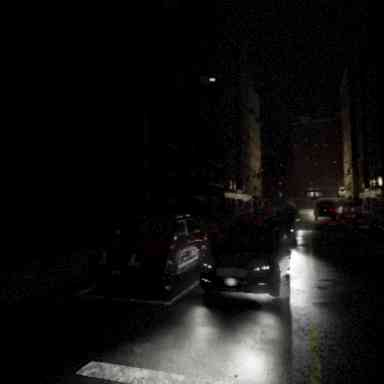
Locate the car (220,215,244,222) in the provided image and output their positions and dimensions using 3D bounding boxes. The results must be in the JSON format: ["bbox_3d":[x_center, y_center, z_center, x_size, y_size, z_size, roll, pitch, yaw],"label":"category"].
[{"bbox_3d":[0.878,2.002,15.348,1.887,1.381,4.507,-1,-2,19],"label":"car"}]

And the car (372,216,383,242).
[{"bbox_3d":[10.737,1.889,17.671,1.802,1.307,4.206,-1,-2,19],"label":"car"}]

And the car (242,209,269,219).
[{"bbox_3d":[4.532,2.264,25.681,1.887,1.381,4.507,-1,-2,19],"label":"car"}]

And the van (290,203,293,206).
[{"bbox_3d":[17.322,3.044,61.853,1.690,1.788,3.998,-1,-2,19],"label":"van"}]

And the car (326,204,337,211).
[{"bbox_3d":[29.070,3.255,69.503,1.752,1.417,4.829,-1,-2,19],"label":"car"}]

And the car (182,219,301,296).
[{"bbox_3d":[1.732,1.736,9.497,2.128,1.511,4.902,-2,-2,21],"label":"car"}]

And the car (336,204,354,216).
[{"bbox_3d":[21.699,2.559,47.283,1.882,1.535,5.008,-2,-2,19],"label":"car"}]

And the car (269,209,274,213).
[{"bbox_3d":[6.359,2.295,30.851,1.967,1.590,4.097,-1,-2,19],"label":"car"}]

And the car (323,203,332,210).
[{"bbox_3d":[34.497,3.627,84.846,1.967,1.590,4.097,-1,-2,19],"label":"car"}]

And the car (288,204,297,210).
[{"bbox_3d":[26.464,4.011,87.678,1.887,1.381,4.507,-1,-2,19],"label":"car"}]

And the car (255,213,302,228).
[{"bbox_3d":[5.017,2.078,18.811,1.895,1.301,4.718,-2,-2,19],"label":"car"}]

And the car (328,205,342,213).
[{"bbox_3d":[25.358,2.974,59.009,2.008,1.369,4.403,-1,-2,19],"label":"car"}]

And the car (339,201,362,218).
[{"bbox_3d":[19.337,2.123,40.733,2.150,2.045,5.566,-2,-2,19],"label":"car"}]

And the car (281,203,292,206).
[{"bbox_3d":[15.440,3.076,56.520,1.752,1.417,4.829,-1,-2,19],"label":"car"}]

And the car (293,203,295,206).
[{"bbox_3d":[22.808,3.724,77.344,1.947,1.339,4.313,-1,-2,19],"label":"car"}]

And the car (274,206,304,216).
[{"bbox_3d":[8.363,2.225,28.248,1.837,1.490,4.892,-2,-2,20],"label":"car"}]

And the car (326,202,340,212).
[{"bbox_3d":[27.183,2.888,64.182,2.192,1.841,5.009,-1,-2,19],"label":"car"}]

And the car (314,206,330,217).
[{"bbox_3d":[18.612,2.736,47.898,1.994,1.385,4.181,-2,-2,20],"label":"car"}]

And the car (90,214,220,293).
[{"bbox_3d":[-0.951,1.644,10.187,2.192,1.841,5.009,-1,-2,19],"label":"car"}]

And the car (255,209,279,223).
[{"bbox_3d":[8.187,2.542,36.014,2.008,1.369,4.403,-1,-2,19],"label":"car"}]

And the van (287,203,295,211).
[{"bbox_3d":[24.633,3.653,82.518,1.690,1.788,3.998,-1,-2,19],"label":"van"}]

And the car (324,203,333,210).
[{"bbox_3d":[32.669,3.472,79.679,1.967,1.590,4.097,-1,-2,19],"label":"car"}]

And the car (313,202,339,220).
[{"bbox_3d":[15.070,2.119,37.748,2.150,2.045,5.566,-2,-2,21],"label":"car"}]
